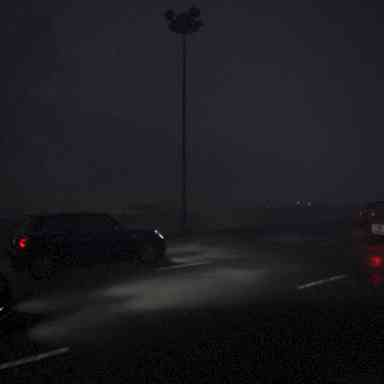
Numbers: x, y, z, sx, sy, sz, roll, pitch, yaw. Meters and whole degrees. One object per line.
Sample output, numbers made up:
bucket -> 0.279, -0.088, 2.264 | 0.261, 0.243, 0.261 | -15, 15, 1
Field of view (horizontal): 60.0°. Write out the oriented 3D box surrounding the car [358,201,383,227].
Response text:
car -> 12.711, 1.360, 21.405 | 4.553, 1.767, 2.097 | 0, 0, -35

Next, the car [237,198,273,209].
car -> 7.467, 1.503, 39.396 | 4.902, 1.511, 2.128 | 0, 0, -35

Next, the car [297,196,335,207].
car -> 14.714, 1.364, 40.256 | 4.553, 1.767, 2.097 | 0, 0, -35

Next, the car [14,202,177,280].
car -> -3.037, 1.353, 10.178 | 4.553, 1.767, 2.097 | 0, 0, -35

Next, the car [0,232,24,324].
car -> -5.144, 1.491, 4.379 | 4.902, 1.511, 2.128 | 0, 0, -35

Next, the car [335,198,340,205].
car -> 21.953, 1.495, 53.984 | 5.008, 1.535, 1.882 | 0, 0, -35

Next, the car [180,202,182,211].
car -> -3.086, 1.513, 36.179 | 4.892, 1.490, 1.837 | 1, 0, -35

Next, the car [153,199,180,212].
car -> -3.583, 1.481, 22.931 | 5.008, 1.535, 1.882 | 0, 0, -35

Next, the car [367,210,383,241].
car -> 10.417, 1.607, 15.473 | 4.718, 1.301, 1.895 | 0, 0, -36
